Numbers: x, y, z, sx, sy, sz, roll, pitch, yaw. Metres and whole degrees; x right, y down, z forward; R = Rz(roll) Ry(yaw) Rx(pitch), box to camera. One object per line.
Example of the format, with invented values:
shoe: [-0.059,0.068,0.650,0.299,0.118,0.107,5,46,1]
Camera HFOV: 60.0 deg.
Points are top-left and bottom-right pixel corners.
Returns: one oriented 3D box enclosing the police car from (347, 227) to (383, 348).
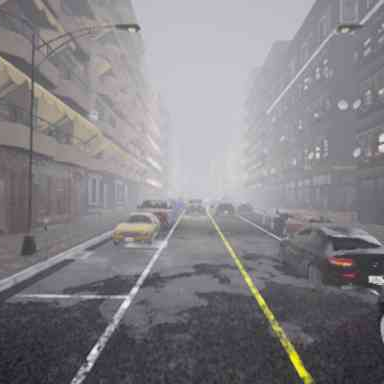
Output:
police car: [3.589,1.456,2.964,1.930,1.638,5.238,0,0,1]

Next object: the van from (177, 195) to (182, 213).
van: [-2.175,1.371,32.032,1.690,1.788,3.998,2,0,1]

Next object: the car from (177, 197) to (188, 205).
car: [-1.783,1.704,65.214,1.947,1.339,4.313,2,0,1]

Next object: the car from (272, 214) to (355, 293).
car: [3.660,1.564,8.856,1.812,1.442,4.674,0,0,1]

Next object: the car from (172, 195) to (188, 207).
car: [-1.908,1.412,54.153,2.192,1.841,5.009,2,0,1]

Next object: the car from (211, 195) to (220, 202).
car: [6.402,1.652,92.716,2.192,1.841,5.009,2,0,1]

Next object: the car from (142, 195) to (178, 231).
car: [-2.307,1.323,20.974,2.192,1.841,5.009,2,0,1]

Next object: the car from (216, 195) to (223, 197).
car: [6.003,1.493,59.529,2.192,1.841,5.009,2,0,1]

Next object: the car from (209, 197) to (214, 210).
car: [3.279,1.710,45.174,1.895,1.301,4.718,0,0,1]

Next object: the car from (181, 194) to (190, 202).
car: [-1.576,1.530,81.803,2.192,1.841,5.009,2,0,1]

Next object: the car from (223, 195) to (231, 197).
car: [5.908,1.580,48.468,1.967,1.590,4.097,2,0,1]

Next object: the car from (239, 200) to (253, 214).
car: [5.764,1.651,37.406,1.887,1.381,4.507,2,0,1]

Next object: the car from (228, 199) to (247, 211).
car: [5.830,1.667,42.936,1.887,1.381,4.507,2,0,1]

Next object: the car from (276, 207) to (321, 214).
car: [5.496,1.606,15.284,1.887,1.381,4.507,2,0,1]

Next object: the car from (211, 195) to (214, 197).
car: [6.261,1.858,81.653,1.802,1.307,4.206,2,0,1]

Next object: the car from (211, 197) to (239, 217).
car: [3.151,1.578,32.651,1.837,1.490,4.892,0,0,1]

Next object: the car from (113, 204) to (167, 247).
car: [-2.383,1.525,15.273,1.752,1.417,4.829,2,0,1]

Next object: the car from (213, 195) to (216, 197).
car: [6.132,1.663,70.591,1.967,1.590,4.097,2,0,1]

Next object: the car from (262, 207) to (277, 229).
car: [5.563,1.621,20.816,2.008,1.369,4.403,2,0,1]

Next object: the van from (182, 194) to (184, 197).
van: [-2.109,1.386,37.564,1.690,1.788,3.998,2,0,1]

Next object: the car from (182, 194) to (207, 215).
car: [0.391,1.407,34.097,2.097,1.767,4.553,0,0,1]
